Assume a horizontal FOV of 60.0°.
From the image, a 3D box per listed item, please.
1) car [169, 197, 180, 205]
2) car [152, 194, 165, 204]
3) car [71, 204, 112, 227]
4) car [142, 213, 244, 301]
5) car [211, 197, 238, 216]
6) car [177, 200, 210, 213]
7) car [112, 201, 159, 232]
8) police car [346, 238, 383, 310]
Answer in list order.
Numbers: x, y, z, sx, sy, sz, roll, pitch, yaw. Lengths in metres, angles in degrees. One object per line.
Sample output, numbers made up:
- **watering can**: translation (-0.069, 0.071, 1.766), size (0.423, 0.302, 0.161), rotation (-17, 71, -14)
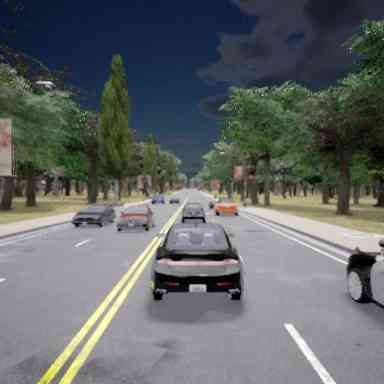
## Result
- **car**: translation (-3.245, 1.622, 62.401), size (2.033, 1.411, 5.357), rotation (0, 0, 1)
- **car**: translation (-6.484, 1.336, 65.005), size (2.150, 2.045, 5.566), rotation (0, 0, 0)
- **car**: translation (-6.591, 1.567, 23.055), size (2.033, 1.411, 5.357), rotation (0, 0, 0)
- **car**: translation (0.103, 1.498, 8.320), size (2.128, 1.511, 4.902), rotation (0, 0, 0)
- **car**: translation (3.343, 1.385, 33.540), size (2.097, 1.767, 4.553), rotation (0, 0, 0)
- **car**: translation (0.109, 1.572, 26.373), size (2.033, 1.411, 5.357), rotation (0, 0, 0)
- **car**: translation (-3.342, 1.544, 20.556), size (1.812, 1.442, 4.674), rotation (0, 0, 0)
- **police car**: translation (4.227, 1.431, 5.280), size (1.930, 1.638, 5.238), rotation (0, 0, 0)
